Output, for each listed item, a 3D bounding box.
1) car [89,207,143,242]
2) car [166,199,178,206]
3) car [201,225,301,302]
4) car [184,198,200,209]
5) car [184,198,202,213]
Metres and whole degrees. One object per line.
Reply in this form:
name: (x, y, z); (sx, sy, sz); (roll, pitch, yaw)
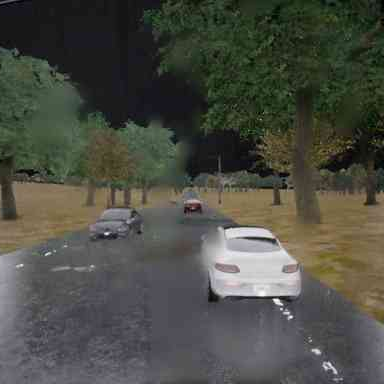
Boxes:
car: (-3.586, 1.515, 16.419); (1.837, 1.490, 4.892); (0, 0, 0)
car: (-3.451, 1.835, 58.027); (1.895, 1.301, 4.718); (0, -1, 0)
car: (1.232, 1.530, 8.149); (1.812, 1.442, 4.674); (0, 0, 0)
car: (0.041, 1.587, 46.813); (2.128, 1.511, 4.902); (0, -1, 0)
car: (0.114, 1.507, 36.750); (1.882, 1.535, 5.008); (0, 0, 0)
